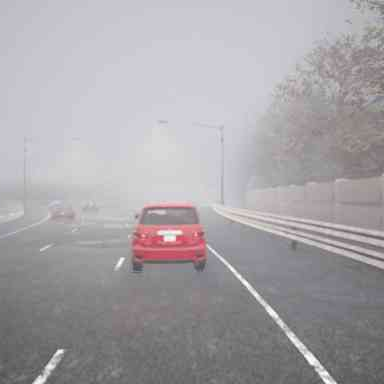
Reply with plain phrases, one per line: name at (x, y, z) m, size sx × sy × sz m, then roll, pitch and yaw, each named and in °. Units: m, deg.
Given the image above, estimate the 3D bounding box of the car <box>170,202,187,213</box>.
car at (-1.780, 2.083, 45.559) m, size 1.895 × 1.301 × 4.718 m, roll 0°, pitch -1°, yaw 4°

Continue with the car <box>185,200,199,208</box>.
car at (-0.008, 2.247, 61.790) m, size 1.895 × 1.301 × 4.718 m, roll 0°, pitch -1°, yaw 9°

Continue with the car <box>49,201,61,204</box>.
car at (-21.297, 2.141, 52.209) m, size 1.812 × 1.442 × 4.674 m, roll 0°, pitch -1°, yaw -30°

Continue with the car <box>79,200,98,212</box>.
car at (-14.710, 1.894, 47.232) m, size 2.097 × 1.767 × 4.553 m, roll 0°, pitch -1°, yaw -25°

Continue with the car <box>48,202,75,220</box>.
car at (-12.388, 1.940, 32.177) m, size 1.994 × 1.385 × 4.181 m, roll 0°, pitch -1°, yaw -18°

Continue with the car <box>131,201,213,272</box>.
car at (-0.811, 1.346, 11.457) m, size 2.150 × 2.045 × 5.566 m, roll 0°, pitch 0°, yaw -5°

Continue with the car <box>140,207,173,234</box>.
car at (-2.453, 1.765, 22.064) m, size 1.812 × 1.442 × 4.674 m, roll 0°, pitch -1°, yaw -11°
